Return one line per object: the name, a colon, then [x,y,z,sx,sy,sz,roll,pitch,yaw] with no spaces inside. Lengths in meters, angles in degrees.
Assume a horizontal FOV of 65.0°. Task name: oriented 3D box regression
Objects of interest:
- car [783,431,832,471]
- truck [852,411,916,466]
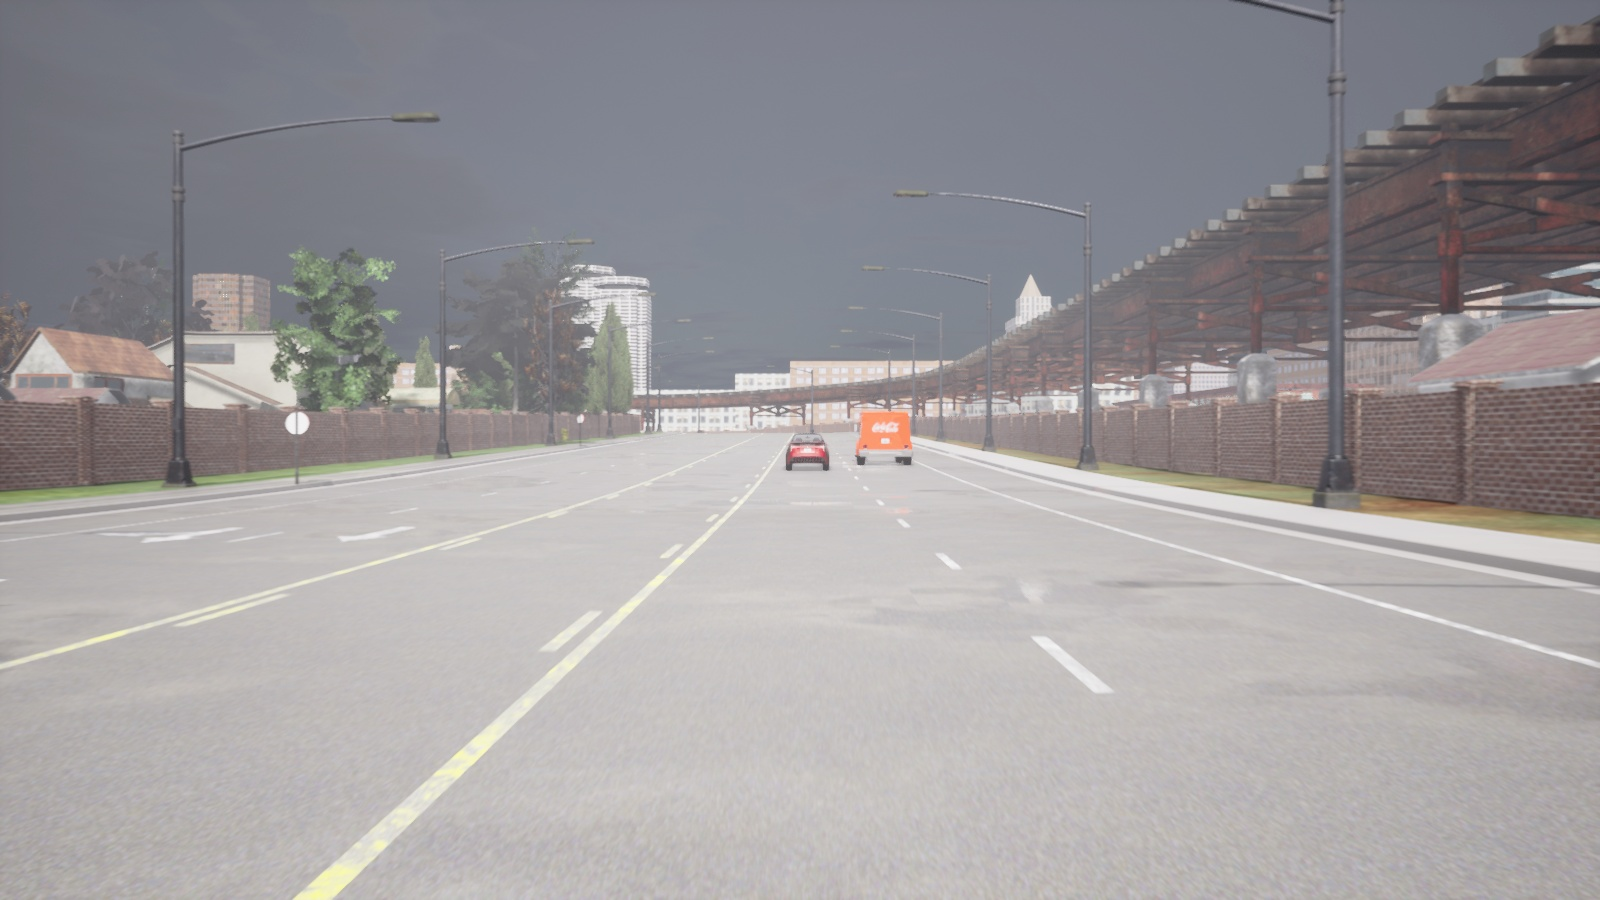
car: [0.319,0.004,53.027,2.007,1.525,4.514,0,2,0]
truck: [3.852,-0.581,58.582,2.627,2.467,5.204,0,2,0]
